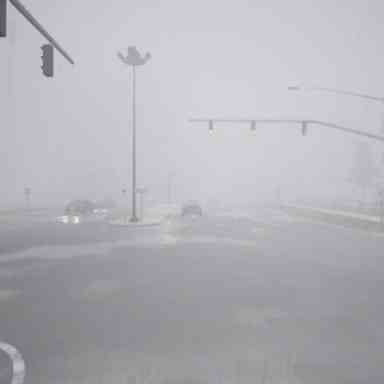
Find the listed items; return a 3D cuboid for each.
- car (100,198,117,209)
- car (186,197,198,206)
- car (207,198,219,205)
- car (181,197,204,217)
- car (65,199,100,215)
[{"bbox_3d":[-11.554,1.545,44.964,2.033,1.411,5.357,0,0,1],"label":"car"},{"bbox_3d":[0.006,1.560,56.842,1.994,1.385,4.181,0,0,0],"label":"car"},{"bbox_3d":[3.506,1.597,56.873,1.895,1.301,4.718,0,0,0],"label":"car"},{"bbox_3d":[0.004,1.523,31.407,1.812,1.442,4.674,0,0,0],"label":"car"},{"bbox_3d":[-11.590,1.490,34.673,2.128,1.511,4.902,0,0,0],"label":"car"}]
